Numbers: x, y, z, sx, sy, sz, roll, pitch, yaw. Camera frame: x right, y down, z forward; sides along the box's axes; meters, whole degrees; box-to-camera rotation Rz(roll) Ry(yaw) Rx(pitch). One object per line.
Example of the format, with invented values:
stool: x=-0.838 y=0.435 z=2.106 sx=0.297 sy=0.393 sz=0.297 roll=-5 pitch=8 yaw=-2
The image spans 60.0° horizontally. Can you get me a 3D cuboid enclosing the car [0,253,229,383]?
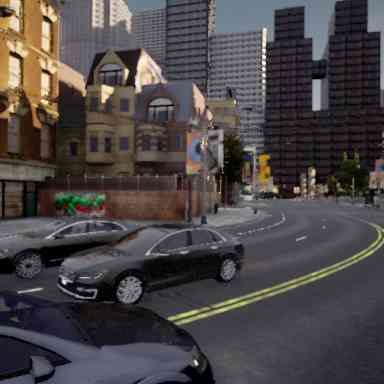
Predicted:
car: x=-1.841 y=1.568 z=2.729 sx=4.181 sy=1.385 sz=1.994 roll=1 pitch=0 yaw=-34

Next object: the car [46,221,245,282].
car: x=-0.710 y=1.566 z=8.215 sx=4.892 sy=1.490 sz=1.837 roll=1 pitch=0 yaw=-41

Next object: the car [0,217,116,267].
car: x=-3.670 y=1.541 z=10.267 sx=4.902 sy=1.511 sz=2.128 roll=1 pitch=-1 yaw=-40
